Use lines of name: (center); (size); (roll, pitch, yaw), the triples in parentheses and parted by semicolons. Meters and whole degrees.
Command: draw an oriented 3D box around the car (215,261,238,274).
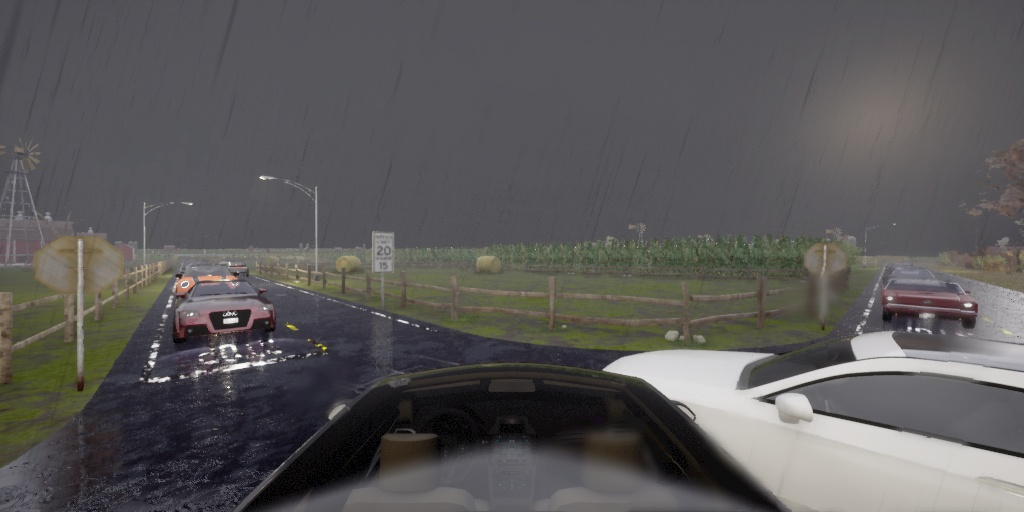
car: (-34.174, 1.329, 42.865); (1.837, 1.490, 4.892); (0, 0, -42)

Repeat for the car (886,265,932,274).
car: (20.398, 1.364, 18.334); (5.357, 1.411, 2.033); (0, 1, -43)

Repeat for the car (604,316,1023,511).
car: (2.815, 1.293, 2.513); (1.812, 1.442, 4.674); (0, 1, -45)

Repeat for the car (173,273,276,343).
car: (-8.047, 1.360, 9.981); (1.994, 1.385, 4.181); (0, 0, -43)

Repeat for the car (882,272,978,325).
car: (13.394, 1.398, 11.693); (4.718, 1.301, 1.895); (0, 1, -44)

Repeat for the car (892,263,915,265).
car: (27.083, 1.403, 24.663); (4.181, 1.385, 1.994); (0, 1, -43)

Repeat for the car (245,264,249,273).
car: (-27.371, 1.303, 35.482); (2.128, 1.511, 4.902); (0, 0, -42)

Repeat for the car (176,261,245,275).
car: (-13.894, 1.149, 16.400); (2.097, 1.767, 4.553); (0, 0, -42)
